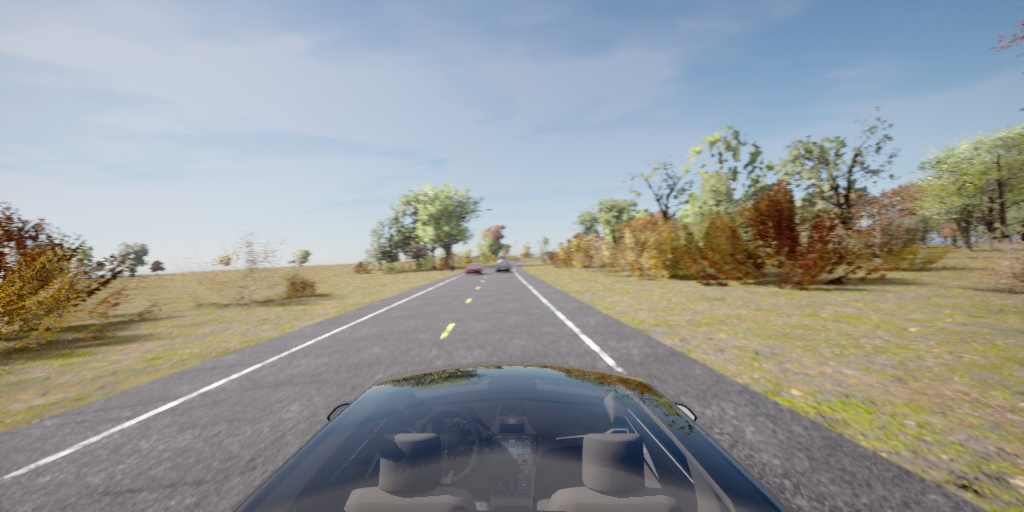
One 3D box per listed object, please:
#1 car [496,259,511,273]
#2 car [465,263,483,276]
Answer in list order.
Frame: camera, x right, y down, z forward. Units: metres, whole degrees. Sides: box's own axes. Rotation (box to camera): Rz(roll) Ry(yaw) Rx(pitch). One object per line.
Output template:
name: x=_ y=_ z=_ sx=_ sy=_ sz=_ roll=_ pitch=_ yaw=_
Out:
car: x=-1.215 y=1.579 z=49.522 sx=1.994 sy=1.385 sz=4.181 roll=-3 pitch=0 yaw=-1
car: x=-4.835 y=1.645 z=45.767 sx=1.882 sy=1.535 sz=5.008 roll=-3 pitch=0 yaw=-1
